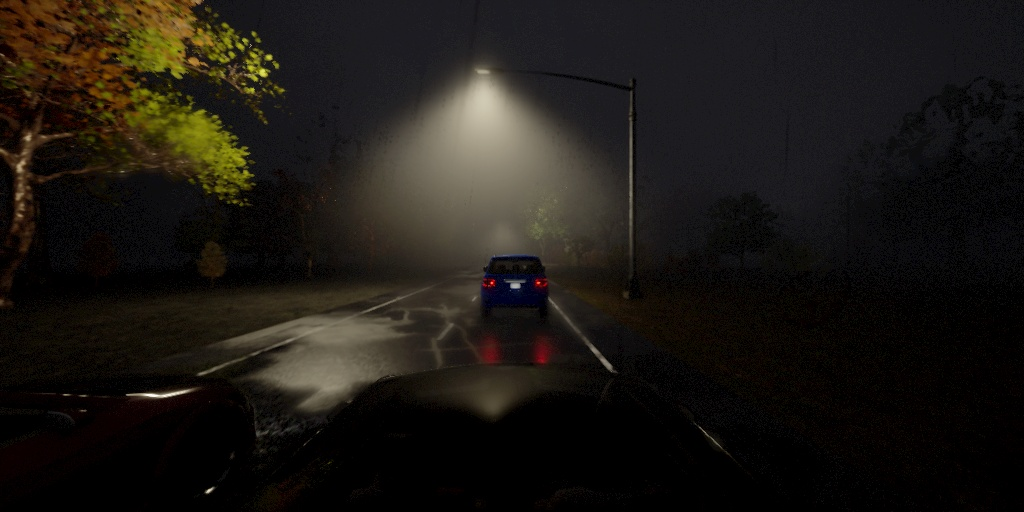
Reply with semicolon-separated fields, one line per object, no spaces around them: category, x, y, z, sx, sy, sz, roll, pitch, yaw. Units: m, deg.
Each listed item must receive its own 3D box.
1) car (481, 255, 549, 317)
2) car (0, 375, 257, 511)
car;0.100;0.971;13.226;2.150;2.045;5.566;0;0;0
car;-3.400;1.314;1.655;1.994;1.385;4.181;0;0;0
